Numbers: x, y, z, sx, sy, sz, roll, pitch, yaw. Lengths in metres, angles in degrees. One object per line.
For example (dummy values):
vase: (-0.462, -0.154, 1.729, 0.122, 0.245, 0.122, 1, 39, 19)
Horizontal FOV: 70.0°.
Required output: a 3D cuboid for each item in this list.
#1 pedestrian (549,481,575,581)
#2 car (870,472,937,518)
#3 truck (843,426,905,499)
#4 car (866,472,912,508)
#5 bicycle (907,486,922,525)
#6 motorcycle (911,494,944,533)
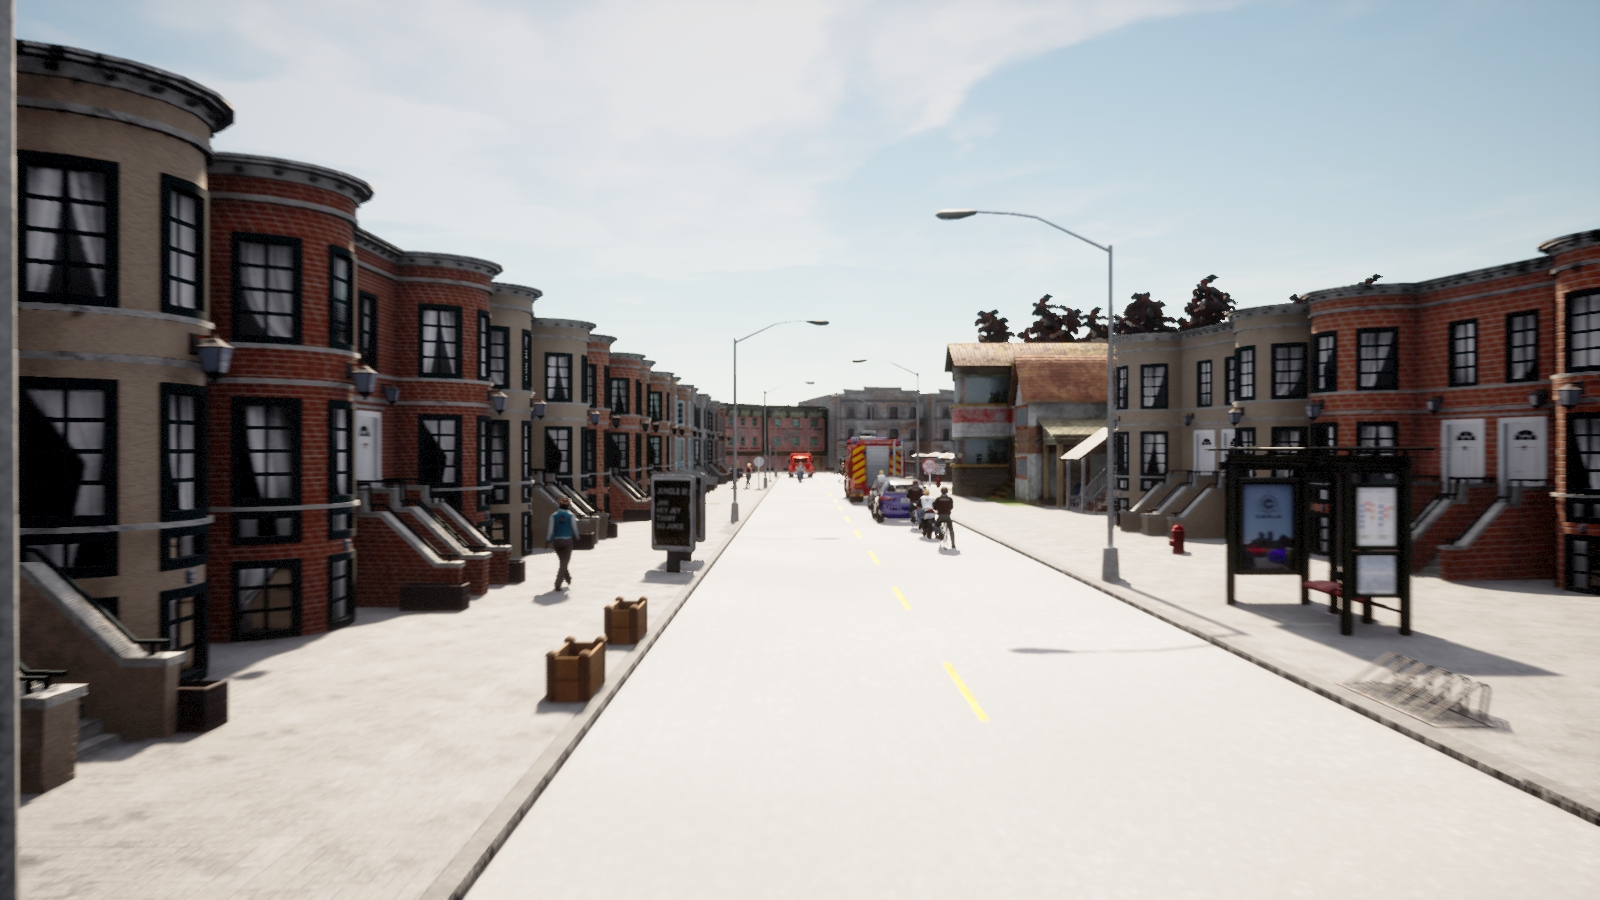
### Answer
pedestrian: (-4.497, 1.525, 21.597, 0.375, 1.860, 0.375, 0, 0, 6)
car: (4.028, 1.748, 45.370, 2.242, 1.667, 4.611, 0, 0, 0)
truck: (4.034, 0.671, 64.040, 2.891, 3.827, 8.468, 0, 0, 0)
car: (4.038, 1.800, 52.382, 1.789, 1.549, 3.705, 0, 0, 0)
bicycle: (4.017, 1.940, 40.119, 0.329, 1.271, 1.835, 0, 0, 0)
motorcycle: (4.022, 1.993, 36.207, 0.803, 1.145, 2.033, 0, 0, 0)
